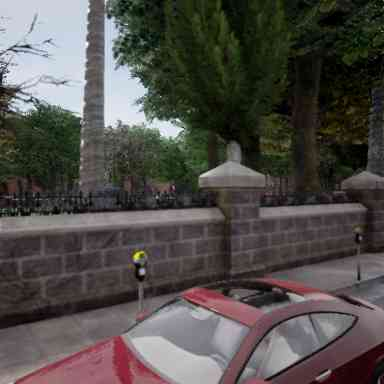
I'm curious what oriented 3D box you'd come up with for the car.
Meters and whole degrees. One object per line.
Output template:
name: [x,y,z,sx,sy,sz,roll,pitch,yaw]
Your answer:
car: [0.373,1.583,3.080,4.206,1.307,1.802,0,0,-35]
